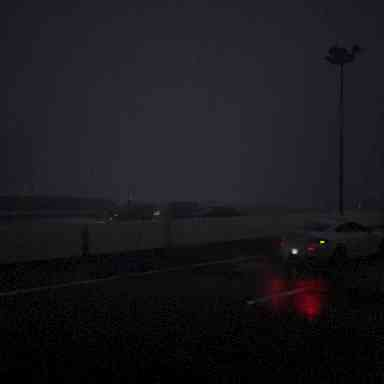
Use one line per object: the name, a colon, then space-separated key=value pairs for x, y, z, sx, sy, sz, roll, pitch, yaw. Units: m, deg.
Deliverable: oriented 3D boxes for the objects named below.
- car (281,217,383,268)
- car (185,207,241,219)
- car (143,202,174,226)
car: x=5.065 y=1.623 z=11.658 sx=4.674 sy=1.442 sz=1.812 roll=1 pitch=0 yaw=-36
car: x=1.401 y=1.651 z=22.175 sx=4.674 sy=1.442 sz=1.812 roll=1 pitch=0 yaw=-35
car: x=-1.336 y=1.469 z=24.521 sx=4.553 sy=1.767 sz=2.097 roll=1 pitch=0 yaw=-35
